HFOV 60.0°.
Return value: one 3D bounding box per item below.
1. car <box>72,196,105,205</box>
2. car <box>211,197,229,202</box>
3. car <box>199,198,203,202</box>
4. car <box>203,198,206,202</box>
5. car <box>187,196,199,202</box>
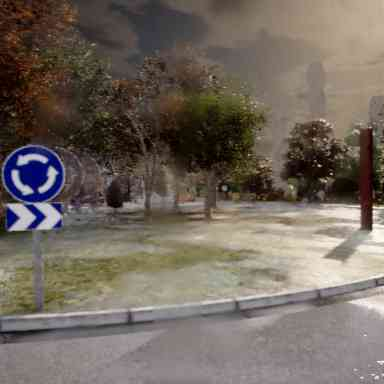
[{"bbox_3d":[-16.583,1.345,53.331,5.008,1.535,1.882,2,0,-18],"label":"car"},{"bbox_3d":[6.602,1.874,81.992,4.892,1.521,2.231,-1,-3,-5],"label":"car"},{"bbox_3d":[5.405,2.381,92.936,5.366,1.575,1.946,-1,-2,-5],"label":"car"},{"bbox_3d":[6.106,2.132,87.472,4.892,1.521,2.231,-1,-3,-5],"label":"car"},{"bbox_3d":[-0.087,2.319,94.132,2.150,2.045,5.566,-1,-2,-5],"label":"car"}]
